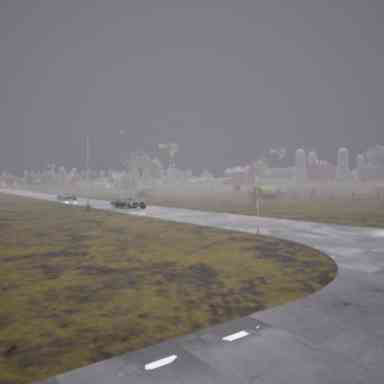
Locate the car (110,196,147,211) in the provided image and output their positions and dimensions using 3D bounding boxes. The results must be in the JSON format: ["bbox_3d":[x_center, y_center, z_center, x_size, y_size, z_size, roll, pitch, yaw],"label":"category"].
[{"bbox_3d":[-6.235,1.088,32.557,1.895,1.301,4.718,-1,2,-36],"label":"car"}]

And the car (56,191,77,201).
[{"bbox_3d":[-18.897,0.585,49.886,2.033,1.411,5.357,-1,2,-36],"label":"car"}]
